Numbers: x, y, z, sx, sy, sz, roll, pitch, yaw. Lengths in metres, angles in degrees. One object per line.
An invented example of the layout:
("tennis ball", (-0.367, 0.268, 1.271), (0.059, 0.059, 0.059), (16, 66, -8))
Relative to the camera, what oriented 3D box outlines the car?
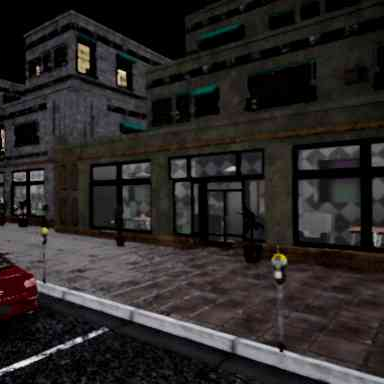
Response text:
("car", (-4.452, 1.575, 6.059), (4.206, 1.307, 1.802), (0, -1, 35))
